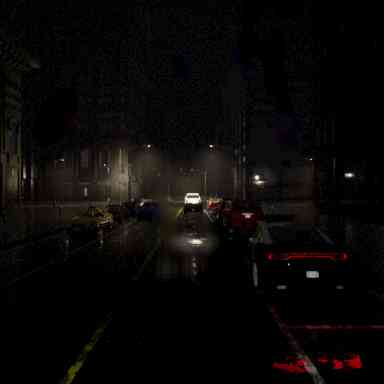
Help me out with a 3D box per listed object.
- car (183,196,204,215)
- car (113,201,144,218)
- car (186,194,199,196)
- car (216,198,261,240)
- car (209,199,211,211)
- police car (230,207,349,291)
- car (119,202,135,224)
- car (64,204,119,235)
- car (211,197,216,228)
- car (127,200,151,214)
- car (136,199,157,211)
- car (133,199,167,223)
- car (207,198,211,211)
[{"bbox_3d":[0.142,1.503,34.245,2.128,1.511,4.902,0,0,1],"label":"car"},{"bbox_3d":[-5.693,1.574,30.353,1.947,1.339,4.313,0,0,0],"label":"car"},{"bbox_3d":[0.107,1.241,44.269,2.150,2.045,5.566,0,0,0],"label":"car"},{"bbox_3d":[2.804,1.318,19.063,2.192,1.841,5.009,0,0,0],"label":"car"},{"bbox_3d":[2.832,1.574,30.335,1.947,1.339,4.313,0,0,0],"label":"car"},{"bbox_3d":[2.389,1.425,9.155,1.930,1.638,5.238,0,0,0],"label":"police car"},{"bbox_3d":[-5.706,1.587,24.717,1.802,1.307,4.206,0,0,0],"label":"car"},{"bbox_3d":[-5.721,1.528,18.910,1.752,1.417,4.829,0,0,0],"label":"car"},{"bbox_3d":[2.817,1.320,24.699,2.192,1.841,5.009,0,0,0],"label":"car"},{"bbox_3d":[-5.680,1.578,35.990,1.947,1.339,4.313,0,0,0],"label":"car"},{"bbox_3d":[-5.666,1.568,41.627,2.008,1.369,4.403,0,0,0],"label":"car"},{"bbox_3d":[-3.037,1.483,25.711,1.882,1.535,5.008,0,0,0],"label":"car"},{"bbox_3d":[2.858,1.457,41.608,1.967,1.590,4.097,0,0,0],"label":"car"}]
